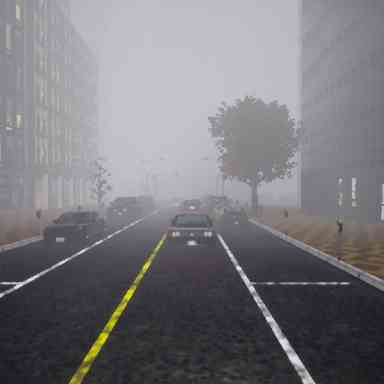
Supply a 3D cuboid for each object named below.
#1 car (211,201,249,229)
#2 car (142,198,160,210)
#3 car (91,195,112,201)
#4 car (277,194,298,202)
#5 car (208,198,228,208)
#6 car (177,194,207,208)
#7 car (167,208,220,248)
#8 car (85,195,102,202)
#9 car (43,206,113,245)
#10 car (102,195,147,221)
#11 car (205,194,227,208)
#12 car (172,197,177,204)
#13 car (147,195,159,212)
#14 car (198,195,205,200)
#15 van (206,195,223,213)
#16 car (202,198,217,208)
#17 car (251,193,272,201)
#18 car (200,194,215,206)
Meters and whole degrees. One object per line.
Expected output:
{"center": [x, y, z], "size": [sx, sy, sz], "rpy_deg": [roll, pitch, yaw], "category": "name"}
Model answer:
{"center": [2.554, 1.542, 21.282], "size": [2.008, 1.369, 4.403], "rpy_deg": [-1, 0, 0], "category": "car"}
{"center": [-5.326, 1.509, 43.675], "size": [1.752, 1.417, 4.829], "rpy_deg": [-1, 0, 0], "category": "car"}
{"center": [-21.448, 1.432, 78.878], "size": [4.403, 1.369, 2.008], "rpy_deg": [0, 1, 0], "category": "car"}
{"center": [20.182, 1.646, 70.835], "size": [4.206, 1.307, 1.802], "rpy_deg": [0, 1, 0], "category": "car"}
{"center": [2.554, 1.515, 27.101], "size": [1.752, 1.417, 4.829], "rpy_deg": [-1, 0, 0], "category": "car"}
{"center": [0.000, 1.356, 29.623], "size": [2.097, 1.767, 4.553], "rpy_deg": [0, 0, 0], "category": "car"}
{"center": [0.000, 1.610, 14.682], "size": [1.895, 1.301, 4.718], "rpy_deg": [0, 0, 0], "category": "car"}
{"center": [-21.259, 1.529, 70.740], "size": [4.829, 1.417, 1.752], "rpy_deg": [0, 1, 0], "category": "car"}
{"center": [-5.326, 1.559, 15.601], "size": [1.947, 1.339, 4.313], "rpy_deg": [-1, 0, 0], "category": "car"}
{"center": [-5.329, 1.304, 26.899], "size": [2.192, 1.841, 5.009], "rpy_deg": [-1, 0, 0], "category": "car"}
{"center": [2.551, 1.303, 32.580], "size": [2.192, 1.841, 5.009], "rpy_deg": [-1, 0, 0], "category": "car"}
{"center": [-2.750, 1.579, 62.657], "size": [1.994, 1.385, 4.181], "rpy_deg": [0, 0, 0], "category": "car"}
{"center": [-5.329, 1.301, 38.196], "size": [2.192, 1.841, 5.009], "rpy_deg": [-1, 0, 0], "category": "car"}
{"center": [2.523, 1.545, 93.108], "size": [1.802, 1.307, 4.206], "rpy_deg": [-1, 0, 0], "category": "car"}
{"center": [2.551, 1.327, 38.229], "size": [1.690, 1.788, 3.998], "rpy_deg": [-1, 0, 0], "category": "van"}
{"center": [2.555, 1.548, 49.526], "size": [1.947, 1.339, 4.313], "rpy_deg": [-1, 0, 0], "category": "car"}
{"center": [16.563, 1.252, 78.962], "size": [5.009, 1.841, 2.192], "rpy_deg": [0, 1, 0], "category": "car"}
{"center": [2.551, 1.295, 55.175], "size": [2.192, 1.841, 5.009], "rpy_deg": [-1, 0, 0], "category": "car"}
